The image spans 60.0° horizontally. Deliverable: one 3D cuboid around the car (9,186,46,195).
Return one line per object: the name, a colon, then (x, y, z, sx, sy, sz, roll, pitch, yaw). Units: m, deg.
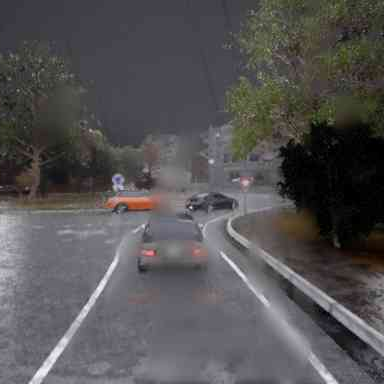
car: (-25.965, -0.189, 53.029, 4.718, 1.301, 1.895, -1, 2, -43)

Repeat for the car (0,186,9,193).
car: (-30.055, -0.307, 53.294, 1.812, 1.442, 4.674, 2, 2, 41)

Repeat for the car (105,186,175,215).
car: (-3.957, 0.641, 24.594, 4.553, 1.767, 2.097, -1, 2, -30)

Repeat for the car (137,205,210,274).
car: (-0.583, 1.373, 10.121, 2.033, 1.411, 5.357, 0, 2, -4)

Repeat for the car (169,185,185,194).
car: (-3.477, -0.490, 58.506, 4.902, 1.511, 2.128, 1, 2, 35)

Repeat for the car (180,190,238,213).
car: (1.588, 0.762, 25.422, 1.837, 1.490, 4.892, 2, 4, 43)
